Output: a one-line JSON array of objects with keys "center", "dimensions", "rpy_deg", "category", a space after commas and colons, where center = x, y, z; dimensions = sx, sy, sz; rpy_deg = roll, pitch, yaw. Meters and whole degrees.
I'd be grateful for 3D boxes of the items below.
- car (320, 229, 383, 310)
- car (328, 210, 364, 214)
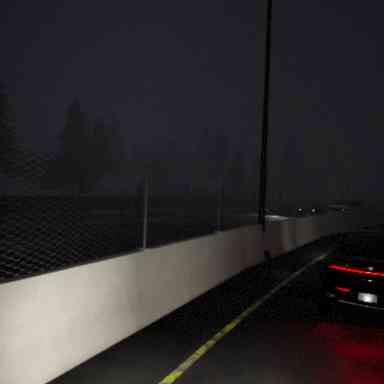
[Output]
[{"center": [4.346, 1.638, 7.872], "dimensions": [1.837, 1.490, 4.892], "rpy_deg": [2, 0, 32], "category": "car"}, {"center": [14.877, 1.667, 32.073], "dimensions": [5.566, 2.045, 2.150], "rpy_deg": [2, 0, -44], "category": "car"}]
